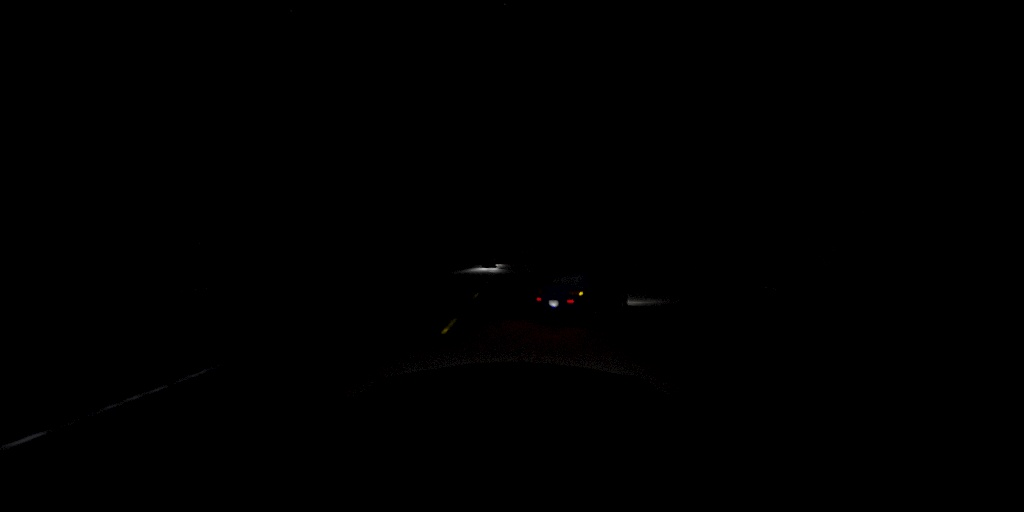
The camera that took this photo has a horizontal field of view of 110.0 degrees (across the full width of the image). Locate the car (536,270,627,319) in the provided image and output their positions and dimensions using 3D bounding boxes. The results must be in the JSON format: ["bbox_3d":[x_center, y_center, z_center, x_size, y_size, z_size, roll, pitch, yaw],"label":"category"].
[{"bbox_3d":[2.488,1.200,12.467,1.812,1.442,4.674,-1,0,33],"label":"car"}]

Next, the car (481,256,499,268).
[{"bbox_3d":[-3.299,0.970,50.699,1.895,1.301,4.718,0,0,1],"label":"car"}]
